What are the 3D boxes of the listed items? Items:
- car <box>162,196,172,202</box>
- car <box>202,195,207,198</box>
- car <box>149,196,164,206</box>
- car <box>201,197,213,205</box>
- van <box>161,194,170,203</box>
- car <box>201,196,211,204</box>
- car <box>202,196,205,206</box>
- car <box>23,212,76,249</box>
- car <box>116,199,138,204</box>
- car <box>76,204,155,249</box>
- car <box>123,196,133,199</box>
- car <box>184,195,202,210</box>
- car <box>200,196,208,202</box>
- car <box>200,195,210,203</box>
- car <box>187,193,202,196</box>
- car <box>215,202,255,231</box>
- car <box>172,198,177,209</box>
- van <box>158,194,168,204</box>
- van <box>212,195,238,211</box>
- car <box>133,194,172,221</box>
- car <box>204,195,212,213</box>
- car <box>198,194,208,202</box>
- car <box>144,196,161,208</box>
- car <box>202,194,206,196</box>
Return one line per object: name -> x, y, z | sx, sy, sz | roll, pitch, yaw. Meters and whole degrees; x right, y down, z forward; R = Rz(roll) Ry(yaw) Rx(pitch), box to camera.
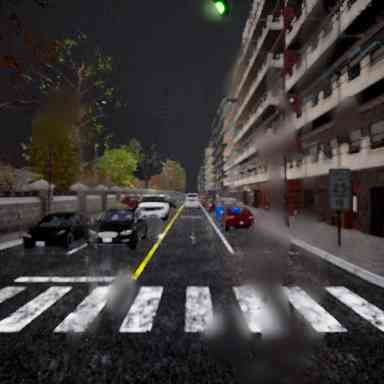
car -> -5.676, 1.603, 76.588 | 2.008, 1.369, 4.403 | 0, 0, 0
car -> 2.700, 1.558, 48.436 | 1.887, 1.381, 4.507 | 0, 0, 0
car -> -5.678, 1.460, 54.068 | 1.967, 1.590, 4.097 | 0, 0, 0
car -> 2.702, 1.576, 59.697 | 2.008, 1.369, 4.403 | 0, 0, 0
van -> -5.676, 1.384, 70.958 | 1.690, 1.788, 3.998 | 0, 0, 0
car -> 2.703, 1.578, 65.327 | 1.887, 1.381, 4.507 | 0, 0, 0
car -> 2.699, 1.560, 42.806 | 2.008, 1.369, 4.403 | 0, 0, 0
car -> -5.685, 1.564, 14.656 | 1.947, 1.339, 4.313 | 0, 0, 0
car -> -5.683, 1.525, 25.748 | 1.752, 1.417, 4.829 | 0, 0, 0
car -> -3.097, 1.489, 14.613 | 2.128, 1.511, 4.902 | 0, 0, 0
car -> -5.682, 1.317, 31.548 | 2.192, 1.841, 5.009 | 0, 0, 0
car -> 0.007, 1.536, 43.788 | 1.812, 1.442, 4.674 | 0, 0, 0
car -> 2.705, 1.634, 76.587 | 1.802, 1.307, 4.206 | 0, 0, 0
car -> 2.704, 1.482, 70.956 | 1.967, 1.590, 4.097 | 0, 0, 0
car -> 0.010, 1.241, 53.820 | 2.150, 2.045, 5.566 | 0, 0, 0
car -> 2.696, 1.542, 20.285 | 1.887, 1.381, 4.507 | 0, 0, 0
car -> -3.016, 1.560, 46.687 | 2.033, 1.411, 5.357 | 0, 0, 1
van -> -5.677, 1.375, 65.329 | 1.690, 1.788, 3.998 | 0, 0, 0
van -> 2.698, 1.340, 25.916 | 1.690, 1.788, 3.998 | 0, 0, 0
car -> -3.081, 1.222, 27.382 | 2.150, 2.045, 5.566 | 0, 0, 0
car -> 2.699, 1.445, 37.176 | 1.967, 1.590, 4.097 | 0, 0, 0
car -> 2.706, 1.378, 82.217 | 2.192, 1.841, 5.009 | 0, 0, 0
car -> -5.680, 1.455, 48.439 | 1.967, 1.590, 4.097 | 0, 0, 0
car -> 2.702, 1.334, 54.066 | 2.192, 1.841, 5.009 | 0, 0, 0
